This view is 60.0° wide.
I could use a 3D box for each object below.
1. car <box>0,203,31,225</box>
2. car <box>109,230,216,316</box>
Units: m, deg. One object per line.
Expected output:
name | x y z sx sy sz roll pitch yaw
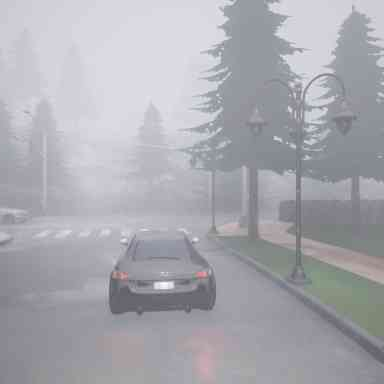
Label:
car | -12.995 1.368 21.614 4.674 1.442 1.812 0 0 -2
car | -0.724 1.564 7.670 1.994 1.385 4.181 0 0 -7
